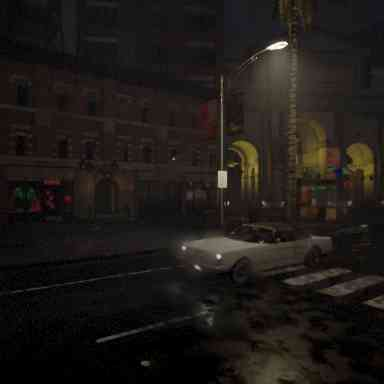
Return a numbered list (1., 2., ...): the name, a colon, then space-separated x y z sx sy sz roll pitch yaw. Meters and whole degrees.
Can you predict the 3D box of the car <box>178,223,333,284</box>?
1. car: 1.953 1.601 9.681 4.718 1.301 1.895 0 0 -35
